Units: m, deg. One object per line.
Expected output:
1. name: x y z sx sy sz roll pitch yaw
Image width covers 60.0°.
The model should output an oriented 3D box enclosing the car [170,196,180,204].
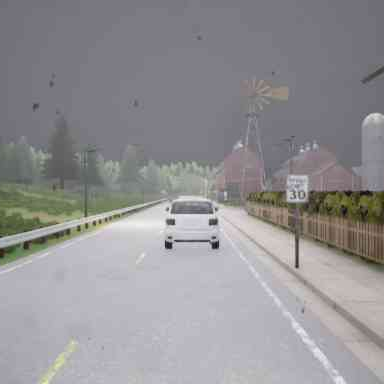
1. car: -3.500 1.560 67.958 1.837 1.490 4.892 0 0 0

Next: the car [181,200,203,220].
1. car: 0.000 1.515 29.650 1.837 1.490 4.892 0 0 0

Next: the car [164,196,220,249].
1. car: 0.000 1.257 14.680 2.150 2.045 5.566 0 0 0
